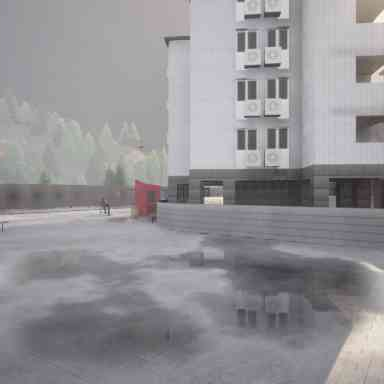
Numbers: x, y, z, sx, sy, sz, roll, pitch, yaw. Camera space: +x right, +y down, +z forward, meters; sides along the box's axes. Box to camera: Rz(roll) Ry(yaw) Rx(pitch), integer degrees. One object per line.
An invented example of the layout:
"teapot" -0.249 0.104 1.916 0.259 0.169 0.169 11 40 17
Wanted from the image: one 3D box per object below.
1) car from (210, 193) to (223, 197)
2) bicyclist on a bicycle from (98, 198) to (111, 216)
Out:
"car" 4.950 1.223 54.862 2.150 2.045 5.566 0 0 35
"bicyclist on a bicycle" -7.837 1.349 29.750 1.656 1.620 0.582 0 0 36
